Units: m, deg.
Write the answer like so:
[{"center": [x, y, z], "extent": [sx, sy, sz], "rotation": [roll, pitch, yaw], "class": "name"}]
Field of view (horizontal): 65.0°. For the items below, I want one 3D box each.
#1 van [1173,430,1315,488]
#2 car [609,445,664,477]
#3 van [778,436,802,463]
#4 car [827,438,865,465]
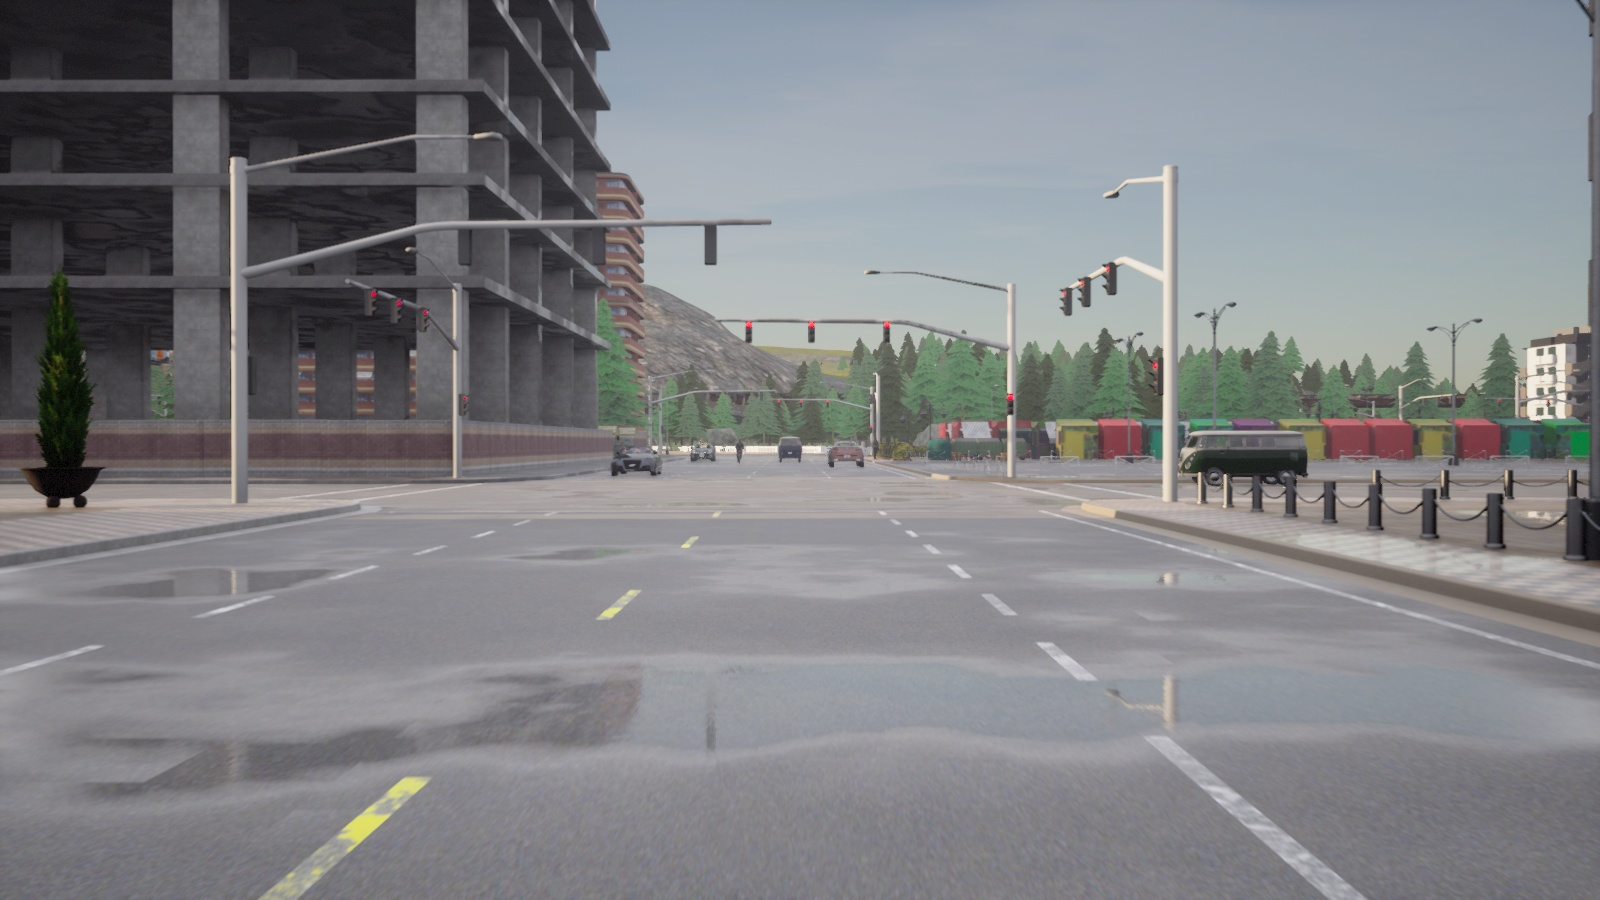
[{"center": [15.801, 0.312, 44.835], "extent": [4.442, 1.987, 1.775], "rotation": [0, 0, 0], "class": "van"}, {"center": [-7.513, 0.478, 57.964], "extent": [1.994, 1.385, 4.181], "rotation": [0, 0, 0], "class": "car"}, {"center": [-0.776, -0.047, 96.888], "extent": [1.775, 1.987, 4.442], "rotation": [0, 0, 0], "class": "van"}, {"center": [2.847, 0.083, 78.910], "extent": [2.152, 1.651, 5.027], "rotation": [0, 0, 0], "class": "car"}]
